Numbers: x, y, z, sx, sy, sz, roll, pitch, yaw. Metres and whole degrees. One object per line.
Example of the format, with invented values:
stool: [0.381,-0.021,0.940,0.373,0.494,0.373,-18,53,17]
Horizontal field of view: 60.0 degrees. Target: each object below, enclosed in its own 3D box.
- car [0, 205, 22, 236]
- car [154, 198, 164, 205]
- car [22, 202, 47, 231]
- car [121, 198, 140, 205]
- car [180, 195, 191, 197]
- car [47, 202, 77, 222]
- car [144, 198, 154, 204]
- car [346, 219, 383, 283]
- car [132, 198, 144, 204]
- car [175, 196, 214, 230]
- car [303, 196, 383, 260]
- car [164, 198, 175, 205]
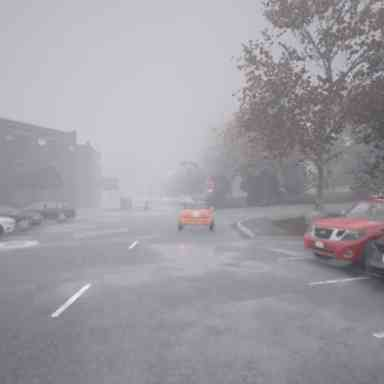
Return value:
car: [-11.419,1.537,16.646,4.674,1.452,2.002,-1,0,-20]
car: [-5.680,1.950,71.628,2.097,1.535,5.008,-1,-1,-27]
car: [-11.425,1.501,19.580,4.892,1.521,2.231,-1,0,-20]
car: [-15.779,2.354,85.388,4.892,1.521,2.231,-4,-2,42]
car: [-0.656,1.618,49.183,2.097,1.535,5.008,0,-1,-1]
car: [-11.415,1.505,25.443,4.892,1.521,2.231,-1,0,-20]
car: [-8.432,2.027,76.499,2.231,1.521,4.892,-1,-1,-35]
car: [6.423,1.522,7.876,4.792,1.488,2.163,1,0,-20]
car: [-11.951,2.165,80.953,2.097,1.535,5.008,-1,0,-41]
car: [0.334,1.367,21.316,2.097,1.767,4.553,0,0,3]
car: [6.375,1.242,10.794,5.566,2.045,2.435,1,0,-20]
car: [-3.473,1.868,66.329,2.231,1.521,4.892,0,0,-18]
